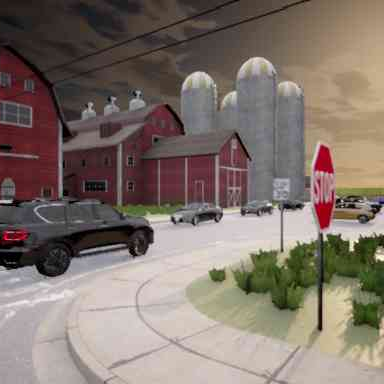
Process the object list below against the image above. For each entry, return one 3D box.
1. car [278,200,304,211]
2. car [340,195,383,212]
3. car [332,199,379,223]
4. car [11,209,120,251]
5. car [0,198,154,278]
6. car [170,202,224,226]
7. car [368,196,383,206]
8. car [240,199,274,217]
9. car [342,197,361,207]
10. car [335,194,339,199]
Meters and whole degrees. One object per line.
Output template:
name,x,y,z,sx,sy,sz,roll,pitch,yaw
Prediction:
car,11.966,1.599,40.198,1.895,1.301,4.718,0,0,35
car,18.702,1.312,36.505,3.866,1.878,1.905,0,0,35
car,11.462,1.505,25.118,4.193,1.474,1.816,0,0,35
car,-5.529,1.563,15.037,1.994,1.385,4.181,0,0,37
car,-3.589,1.220,10.543,2.150,2.045,5.566,1,0,33
car,0.436,1.490,23.499,2.128,1.511,4.902,0,0,35
car,32.539,1.480,56.366,4.611,1.667,2.242,0,0,35
car,6.328,1.504,32.055,1.837,1.490,4.892,0,0,35
car,25.913,1.546,54.000,2.033,1.411,5.357,0,0,35
car,17.020,1.211,41.075,2.150,2.045,5.566,0,-1,35
